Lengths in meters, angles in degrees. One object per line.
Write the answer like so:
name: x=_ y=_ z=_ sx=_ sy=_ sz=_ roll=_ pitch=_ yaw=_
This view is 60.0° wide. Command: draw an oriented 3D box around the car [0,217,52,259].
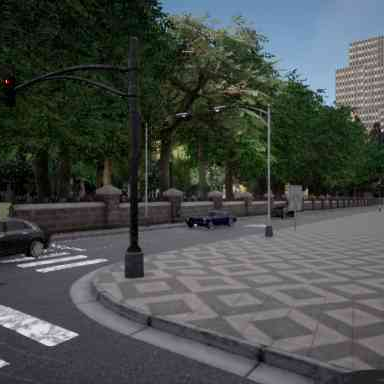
car: x=-6.983 y=1.636 z=11.119 sx=1.837 sy=1.490 sz=4.892 roll=0 pitch=-2 yaw=21

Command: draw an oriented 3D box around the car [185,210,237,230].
car: x=1.530 y=2.072 z=25.332 sx=1.895 sy=1.301 sz=4.718 roll=0 pitch=-1 yaw=35

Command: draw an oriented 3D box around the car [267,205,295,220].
car: x=10.131 y=2.261 z=37.493 sx=1.882 sy=1.535 sz=5.008 roll=0 pitch=-1 yaw=35

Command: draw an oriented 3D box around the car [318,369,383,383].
car: x=2.518 y=1.551 z=1.167 sx=4.403 sy=1.369 sz=2.008 roll=0 pitch=0 yaw=36
